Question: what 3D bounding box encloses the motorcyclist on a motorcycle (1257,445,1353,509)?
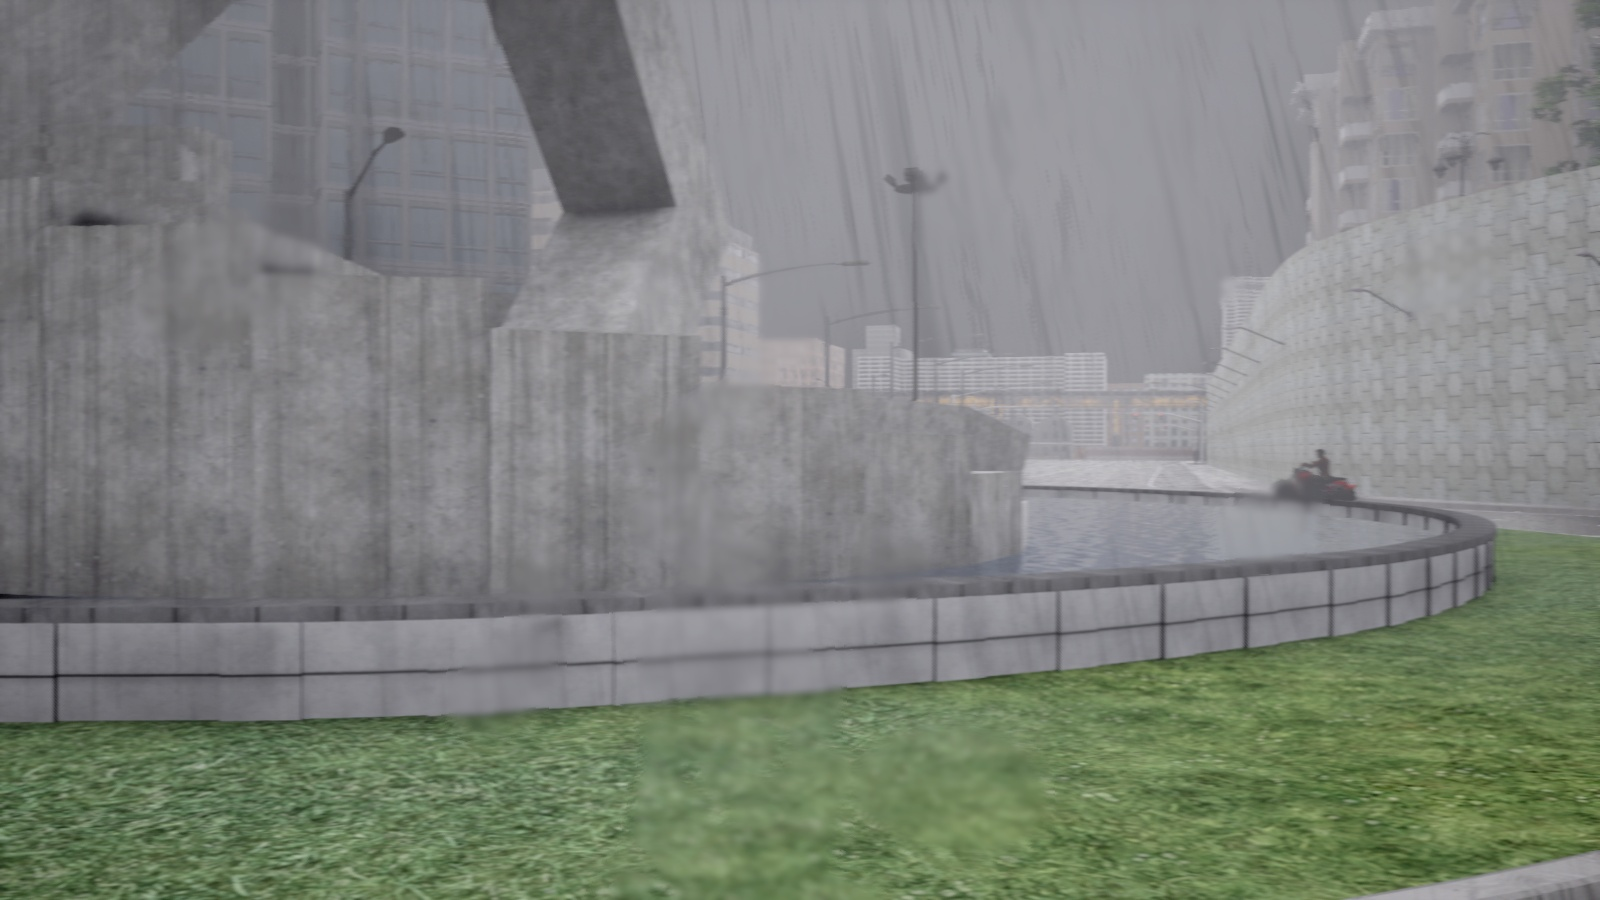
[{"bbox_3d":[13.673,0.713,34.043,0.766,1.649,2.350,-1,0,-36],"label":"motorcyclist on a motorcycle"}]
